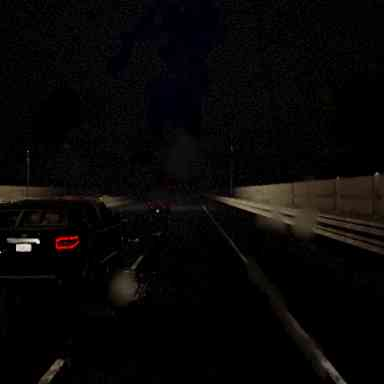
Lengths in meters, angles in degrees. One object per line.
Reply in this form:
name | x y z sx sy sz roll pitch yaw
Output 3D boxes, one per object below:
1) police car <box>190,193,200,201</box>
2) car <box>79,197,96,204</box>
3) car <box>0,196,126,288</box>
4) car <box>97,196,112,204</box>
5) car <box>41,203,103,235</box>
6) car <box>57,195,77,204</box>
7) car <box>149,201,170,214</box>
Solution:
police car | 1.060 1.418 88.666 1.930 1.638 5.238 0 0 0
car | -20.992 1.590 66.725 1.895 1.301 4.718 0 0 0
car | -3.398 1.222 9.407 2.150 2.045 5.566 0 0 0
car | -17.493 1.519 66.755 1.812 1.442 4.674 0 0 0
car | -6.897 1.478 19.818 1.882 1.535 5.008 0 0 0
car | -24.492 1.470 65.363 1.882 1.535 5.008 0 0 0
car | -3.395 1.601 35.304 1.895 1.301 4.718 0 0 0
